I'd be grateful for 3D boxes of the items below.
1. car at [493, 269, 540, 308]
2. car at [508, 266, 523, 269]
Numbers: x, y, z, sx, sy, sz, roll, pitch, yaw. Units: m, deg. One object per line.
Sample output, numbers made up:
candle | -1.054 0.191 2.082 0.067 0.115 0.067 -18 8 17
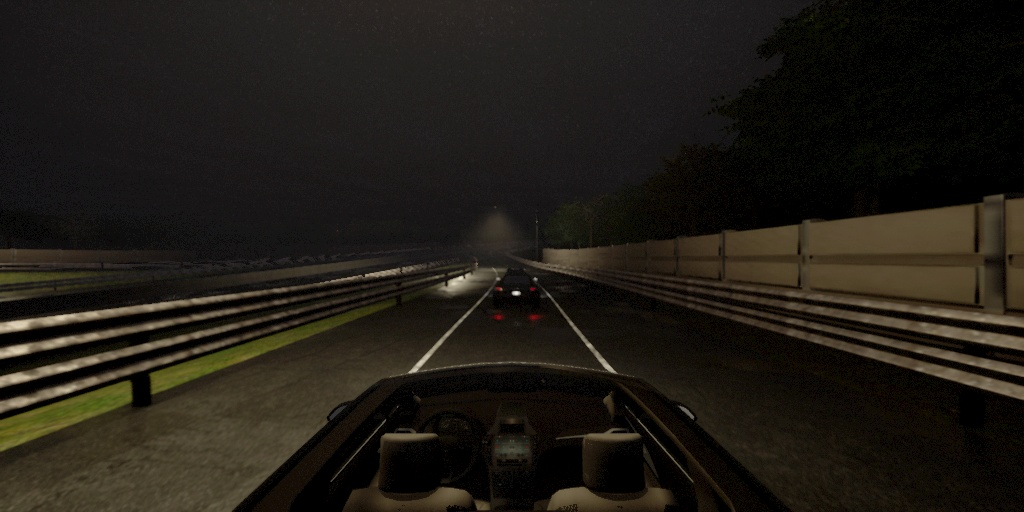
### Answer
car | 0.219 1.448 16.058 1.994 1.385 4.181 0 0 1
car | 0.294 1.583 31.136 1.994 1.385 4.181 0 0 -1
